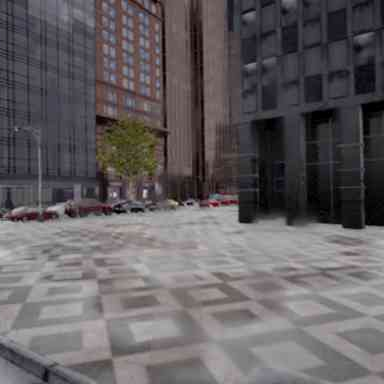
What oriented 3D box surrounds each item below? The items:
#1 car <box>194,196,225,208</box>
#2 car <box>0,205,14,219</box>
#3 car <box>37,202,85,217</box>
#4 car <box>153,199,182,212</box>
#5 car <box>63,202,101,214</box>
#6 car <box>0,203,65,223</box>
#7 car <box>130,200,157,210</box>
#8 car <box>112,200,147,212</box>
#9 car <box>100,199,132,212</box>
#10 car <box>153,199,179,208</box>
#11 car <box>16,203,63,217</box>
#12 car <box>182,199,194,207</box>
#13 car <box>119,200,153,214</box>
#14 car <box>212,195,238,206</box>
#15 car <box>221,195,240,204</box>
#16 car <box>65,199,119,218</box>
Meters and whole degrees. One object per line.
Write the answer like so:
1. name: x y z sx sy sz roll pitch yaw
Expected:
1. car: 2.792 1.738 51.074 1.887 1.381 4.507 -1 -1 35
2. car: -20.265 2.017 32.751 1.947 1.339 4.313 -1 -1 35
3. car: -14.286 1.897 36.546 1.812 1.442 4.674 -2 -1 35
4. car: -3.629 1.783 41.802 1.947 1.339 4.313 -1 -1 35
5. car: -13.843 2.000 42.024 1.802 1.307 4.206 -1 -1 35
6. car: -13.260 1.847 27.896 1.802 1.307 4.206 -1 -1 35
7. car: -7.421 1.973 51.296 1.802 1.307 4.206 -1 -1 35
8. car: -8.420 1.869 45.006 1.812 1.442 4.674 -2 -1 35
9. car: -10.635 1.844 46.660 1.967 1.590 4.097 -1 -1 35
10. car: -4.308 1.906 55.792 1.752 1.417 4.829 -1 -1 35
11. car: -17.054 1.999 37.388 1.947 1.339 4.313 -1 -1 35
12. car: -1.000 1.937 60.568 1.947 1.339 4.313 -1 -1 35
13. car: -6.839 1.797 37.168 1.947 1.339 4.313 -1 -1 35
14. car: 5.999 1.499 55.712 2.192 1.841 5.009 -1 -1 35
15. car: 8.629 1.662 74.479 2.192 1.841 5.009 -1 -1 35
16. car: -10.053 1.562 32.535 2.192 1.841 5.009 -1 -1 35
